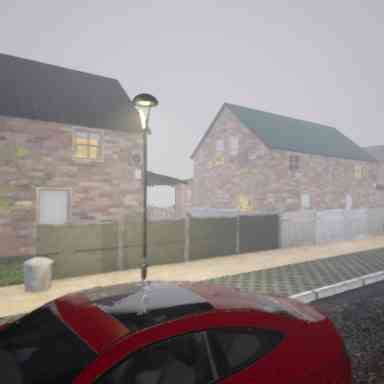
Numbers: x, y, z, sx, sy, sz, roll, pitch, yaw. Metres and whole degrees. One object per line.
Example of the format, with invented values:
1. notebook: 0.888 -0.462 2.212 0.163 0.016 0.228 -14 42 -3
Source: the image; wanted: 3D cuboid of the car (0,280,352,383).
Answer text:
1. car: -0.626 1.533 2.496 4.674 1.442 1.812 1 0 -35
